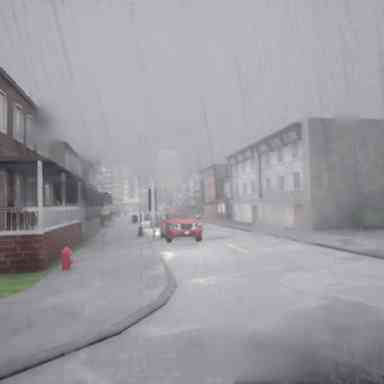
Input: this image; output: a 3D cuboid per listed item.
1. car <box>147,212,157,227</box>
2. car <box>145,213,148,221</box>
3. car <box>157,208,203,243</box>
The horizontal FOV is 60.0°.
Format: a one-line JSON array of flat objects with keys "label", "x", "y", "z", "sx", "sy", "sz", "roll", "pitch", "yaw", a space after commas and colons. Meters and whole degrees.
[{"label": "car", "x": -3.311, "y": 3.030, "z": 35.142, "sx": 1.994, "sy": 1.385, "sz": 4.181, "roll": -1, "pitch": -2, "yaw": -11}, {"label": "car", "x": -6.196, "y": 3.719, "z": 50.786, "sx": 1.994, "sy": 1.385, "sz": 4.181, "roll": -1, "pitch": -2, "yaw": -11}, {"label": "car", "x": -0.815, "y": 2.109, "z": 21.957, "sx": 2.150, "sy": 2.045, "sz": 5.566, "roll": -1, "pitch": -2, "yaw": -11}]
